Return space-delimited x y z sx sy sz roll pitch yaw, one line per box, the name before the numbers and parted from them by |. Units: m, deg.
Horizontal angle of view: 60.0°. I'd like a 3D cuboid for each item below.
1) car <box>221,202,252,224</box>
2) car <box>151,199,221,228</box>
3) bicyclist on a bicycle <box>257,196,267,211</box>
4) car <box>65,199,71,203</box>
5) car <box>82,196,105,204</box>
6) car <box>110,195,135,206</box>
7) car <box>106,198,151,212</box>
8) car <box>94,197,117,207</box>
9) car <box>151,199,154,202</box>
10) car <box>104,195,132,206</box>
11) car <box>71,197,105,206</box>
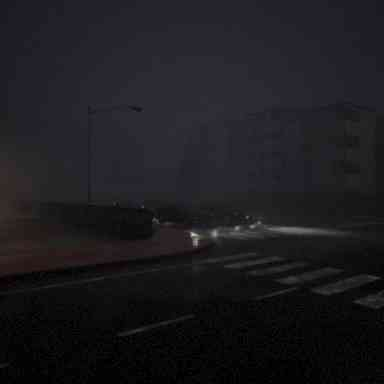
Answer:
car | 2.310 1.472 24.689 2.128 1.511 4.902 0 0 -37
car | -0.564 1.462 22.606 1.882 1.535 5.008 0 0 -36
bicyclist on a bicycle | 7.621 1.267 36.055 1.656 1.620 0.582 0 0 -36
car | -20.581 1.579 59.330 4.718 1.301 1.895 0 0 34
car | -18.367 1.538 62.049 4.181 1.385 1.994 0 0 38
car | -11.614 1.324 55.432 2.097 1.767 4.553 0 0 -41
car | -5.800 1.549 29.921 1.994 1.385 4.181 0 0 -35
car | -13.746 1.540 52.609 1.994 1.385 4.181 0 0 -40
car | -3.133 1.485 32.206 1.837 1.490 4.892 0 0 -36
car | -9.605 1.333 41.200 2.097 1.767 4.553 0 0 -36
car | -12.213 1.586 38.861 1.895 1.301 4.718 0 0 -36
